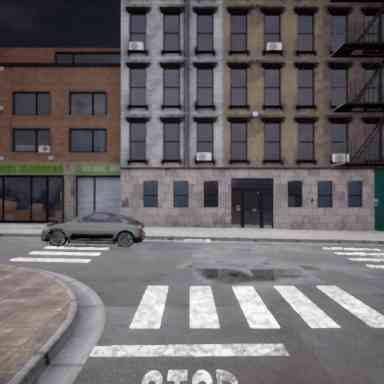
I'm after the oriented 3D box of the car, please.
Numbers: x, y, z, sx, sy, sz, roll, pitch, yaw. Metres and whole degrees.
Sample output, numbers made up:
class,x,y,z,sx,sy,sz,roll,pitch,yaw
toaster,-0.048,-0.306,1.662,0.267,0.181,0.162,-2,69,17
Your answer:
class,x,y,z,sx,sy,sz,roll,pitch,yaw
car,-4.025,1.520,14.026,4.181,1.385,1.994,1,0,0
